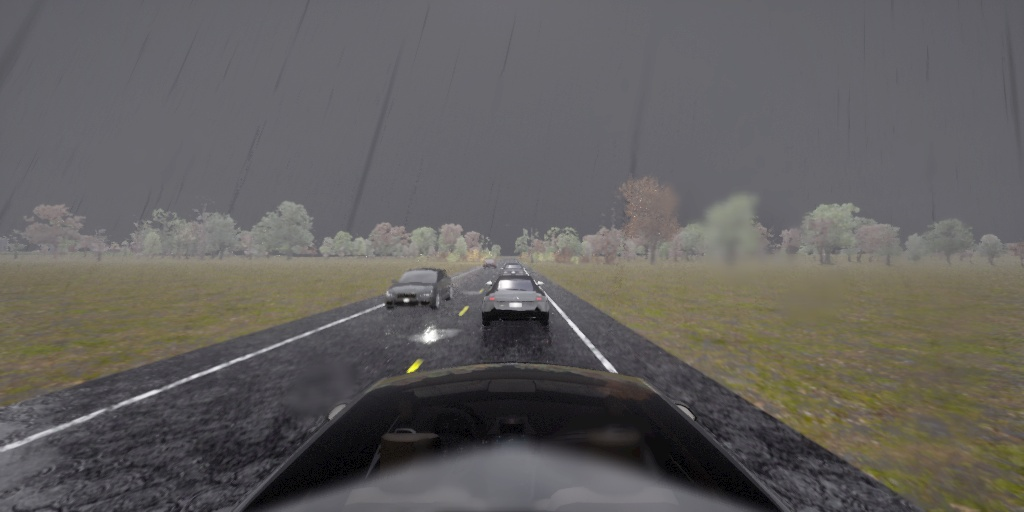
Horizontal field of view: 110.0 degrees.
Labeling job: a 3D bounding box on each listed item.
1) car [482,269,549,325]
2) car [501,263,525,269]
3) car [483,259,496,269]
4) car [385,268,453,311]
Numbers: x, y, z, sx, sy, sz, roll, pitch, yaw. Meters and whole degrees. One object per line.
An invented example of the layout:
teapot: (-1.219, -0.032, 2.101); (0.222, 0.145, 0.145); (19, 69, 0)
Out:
car: (0.100, 1.314, 11.851); (1.994, 1.385, 4.181); (0, 0, 0)
car: (0.101, 1.298, 29.743); (2.033, 1.411, 5.357); (0, 0, 0)
car: (-3.548, 1.227, 58.090); (1.882, 1.535, 5.008); (0, 0, 0)
car: (-3.599, 1.255, 14.620); (1.837, 1.490, 4.892); (0, 0, 0)
